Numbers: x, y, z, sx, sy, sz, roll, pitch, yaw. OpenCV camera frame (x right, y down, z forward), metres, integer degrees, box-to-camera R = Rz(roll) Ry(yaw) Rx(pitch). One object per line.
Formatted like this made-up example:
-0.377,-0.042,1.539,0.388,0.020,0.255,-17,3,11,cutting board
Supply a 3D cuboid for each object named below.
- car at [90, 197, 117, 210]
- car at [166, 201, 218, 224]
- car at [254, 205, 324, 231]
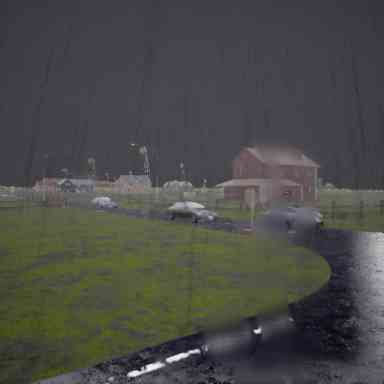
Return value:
-10.156,1.279,37.963,1.812,1.442,4.674,0,0,-35,car
-0.124,1.398,23.755,1.812,1.442,4.674,0,0,-35,car
5.792,1.495,20.160,1.994,1.385,4.181,0,0,-35,car
